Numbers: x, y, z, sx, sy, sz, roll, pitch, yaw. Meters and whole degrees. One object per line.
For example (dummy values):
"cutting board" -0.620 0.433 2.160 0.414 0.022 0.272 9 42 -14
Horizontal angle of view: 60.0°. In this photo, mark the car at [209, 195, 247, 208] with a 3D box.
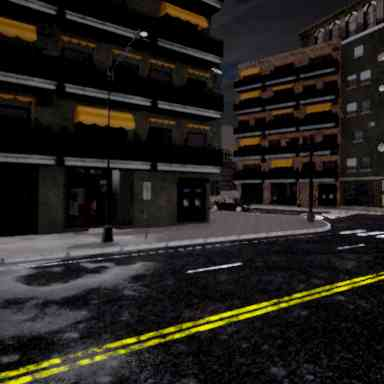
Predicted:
"car" 4.506 1.155 42.082 4.403 1.369 2.008 2 0 38

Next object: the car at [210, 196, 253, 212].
"car" 3.758 1.225 32.091 4.403 1.369 2.008 2 -1 38
